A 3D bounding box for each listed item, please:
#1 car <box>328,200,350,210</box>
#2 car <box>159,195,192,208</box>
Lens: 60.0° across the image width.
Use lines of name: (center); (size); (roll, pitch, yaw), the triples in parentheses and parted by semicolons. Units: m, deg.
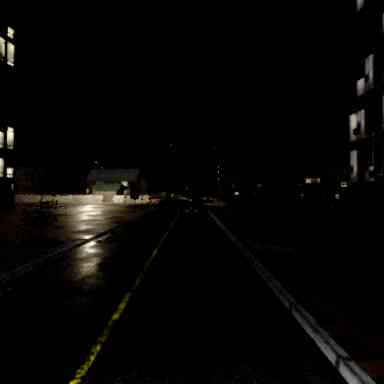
car: (20.390, 1.792, 44.190); (4.181, 1.385, 1.994); (1, 0, 8)
car: (-2.634, 1.525, 47.314); (4.181, 1.385, 1.994); (1, 0, 8)
